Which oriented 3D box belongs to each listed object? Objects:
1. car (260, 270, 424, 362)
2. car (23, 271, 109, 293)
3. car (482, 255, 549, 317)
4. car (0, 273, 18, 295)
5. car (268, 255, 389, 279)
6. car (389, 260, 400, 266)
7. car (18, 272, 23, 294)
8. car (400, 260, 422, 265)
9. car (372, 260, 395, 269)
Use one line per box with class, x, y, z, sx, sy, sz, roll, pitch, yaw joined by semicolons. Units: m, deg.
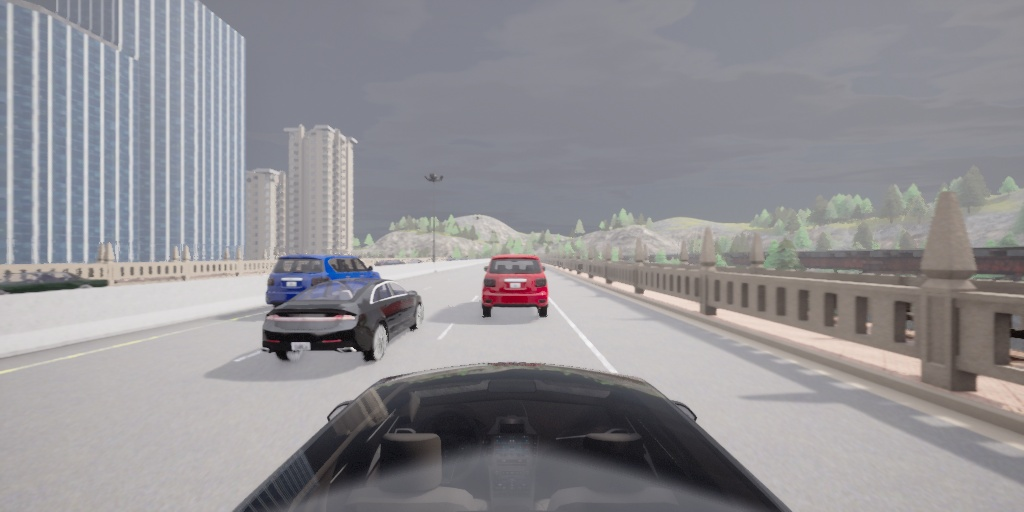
car;-3.400;1.242;8.200;2.128;1.511;4.902;0;0;0
car;-21.096;1.351;15.660;1.895;1.301;4.718;0;0;0
car;0.100;0.972;13.404;2.150;2.045;5.566;0;0;0
car;-14.098;1.241;6.958;2.128;1.511;4.902;0;0;0
car;-6.899;0.972;13.897;2.150;2.045;5.566;0;0;0
car;-16.930;1.300;51.821;2.033;1.411;5.357;0;0;2
car;-17.597;1.314;10.015;1.994;1.385;4.181;0;0;0
car;-13.505;1.278;49.557;1.812;1.442;4.674;0;0;2
car;-20.273;1.316;56.713;1.994;1.385;4.181;0;0;2
